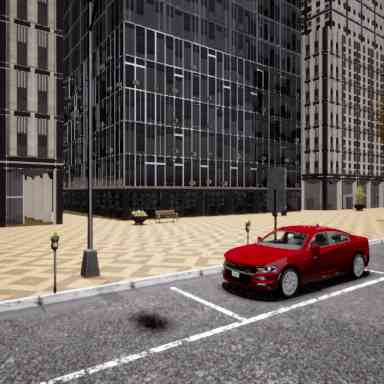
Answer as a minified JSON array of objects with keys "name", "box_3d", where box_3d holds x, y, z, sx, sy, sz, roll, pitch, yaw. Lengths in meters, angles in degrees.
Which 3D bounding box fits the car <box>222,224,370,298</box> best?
[{"name":"car","box_3d":[2.774,1.545,8.528,4.507,1.381,1.887,0,0,-35]}]
